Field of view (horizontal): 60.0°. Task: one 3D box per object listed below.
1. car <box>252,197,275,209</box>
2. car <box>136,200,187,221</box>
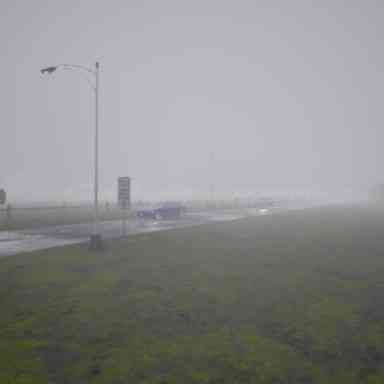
[{"bbox_3d":[9.738,1.428,44.946,1.837,1.490,4.892,1,0,34],"label":"car"},{"bbox_3d":[-2.400,1.412,26.999,1.882,1.535,5.008,1,1,34],"label":"car"}]
